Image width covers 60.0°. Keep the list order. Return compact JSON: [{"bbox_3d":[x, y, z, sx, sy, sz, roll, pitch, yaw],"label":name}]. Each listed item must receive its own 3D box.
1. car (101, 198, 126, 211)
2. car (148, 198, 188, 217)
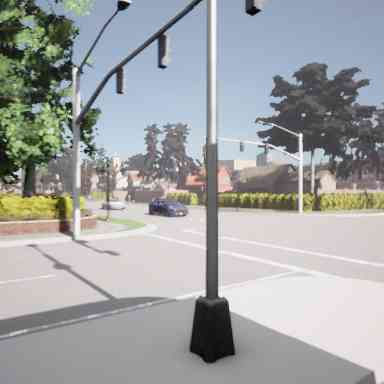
[{"bbox_3d":[-9.957,1.529,41.993,1.812,1.442,4.674,0,0,-36],"label":"car"},{"bbox_3d":[-2.283,1.355,31.408,2.097,1.767,4.553,0,0,-36],"label":"car"}]
